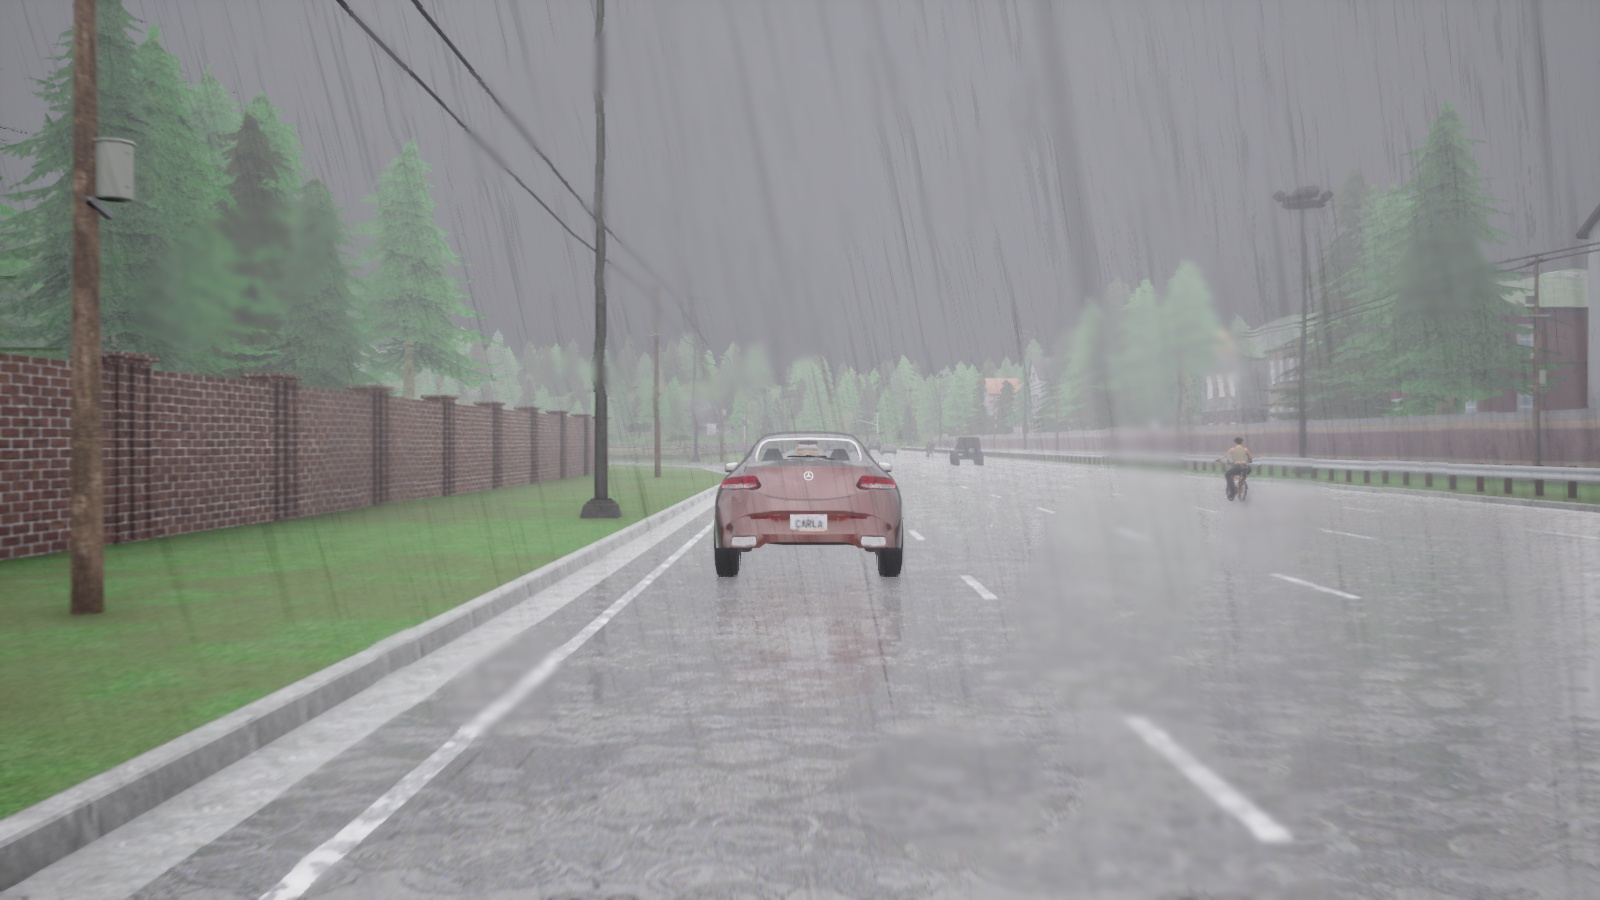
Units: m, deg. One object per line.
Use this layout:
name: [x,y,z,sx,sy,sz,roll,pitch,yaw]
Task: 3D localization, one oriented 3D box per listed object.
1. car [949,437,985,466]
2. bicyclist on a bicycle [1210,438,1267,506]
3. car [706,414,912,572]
car: [10.990,0.083,83.001,1.905,1.878,3.866,0,0,0]
bicyclist on a bicycle: [10.685,0.519,30.651,0.866,1.612,1.509,0,0,1]
car: [0.105,0.437,15.673,2.152,1.651,5.027,0,0,0]
